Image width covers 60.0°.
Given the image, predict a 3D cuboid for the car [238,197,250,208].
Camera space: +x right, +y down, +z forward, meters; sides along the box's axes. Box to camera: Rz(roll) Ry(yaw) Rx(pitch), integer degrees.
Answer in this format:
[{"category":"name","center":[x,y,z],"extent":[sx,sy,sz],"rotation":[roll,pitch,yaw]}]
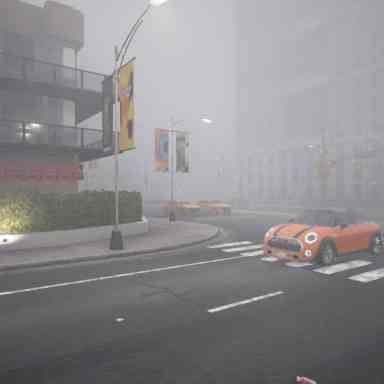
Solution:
[{"category":"car","center":[6.276,1.505,48.487],"extent":[1.837,1.490,4.892],"rotation":[0,0,-35]}]

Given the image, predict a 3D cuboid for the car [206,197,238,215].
[{"category":"car","center":[2.025,1.478,34.259],"extent":[1.882,1.535,5.008],"rotation":[0,0,-35]}]

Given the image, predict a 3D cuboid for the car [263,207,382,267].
[{"category":"car","center":[4.602,1.352,11.596],"extent":[4.553,1.767,2.097],"rotation":[0,0,-36]}]

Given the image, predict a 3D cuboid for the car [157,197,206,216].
[{"category":"car","center":[-1.103,1.478,32.621],"extent":[1.882,1.535,5.008],"rotation":[0,0,-35]}]

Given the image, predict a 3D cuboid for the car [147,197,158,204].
[{"category":"car","center":[-6.207,1.601,59.240],"extent":[4.718,1.301,1.895],"rotation":[0,0,42]}]
